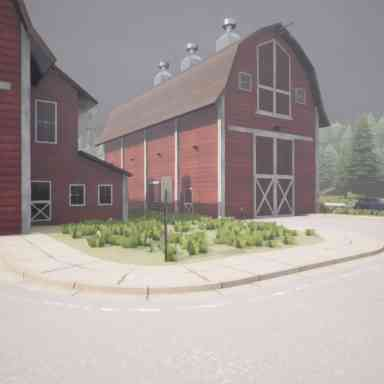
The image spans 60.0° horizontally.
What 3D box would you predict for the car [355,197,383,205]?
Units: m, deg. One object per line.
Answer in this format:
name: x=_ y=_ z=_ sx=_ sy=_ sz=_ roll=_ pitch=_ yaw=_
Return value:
car: x=20.145 y=1.387 z=36.102 sx=2.097 sy=1.767 sz=4.553 roll=0 pitch=0 yaw=-34
